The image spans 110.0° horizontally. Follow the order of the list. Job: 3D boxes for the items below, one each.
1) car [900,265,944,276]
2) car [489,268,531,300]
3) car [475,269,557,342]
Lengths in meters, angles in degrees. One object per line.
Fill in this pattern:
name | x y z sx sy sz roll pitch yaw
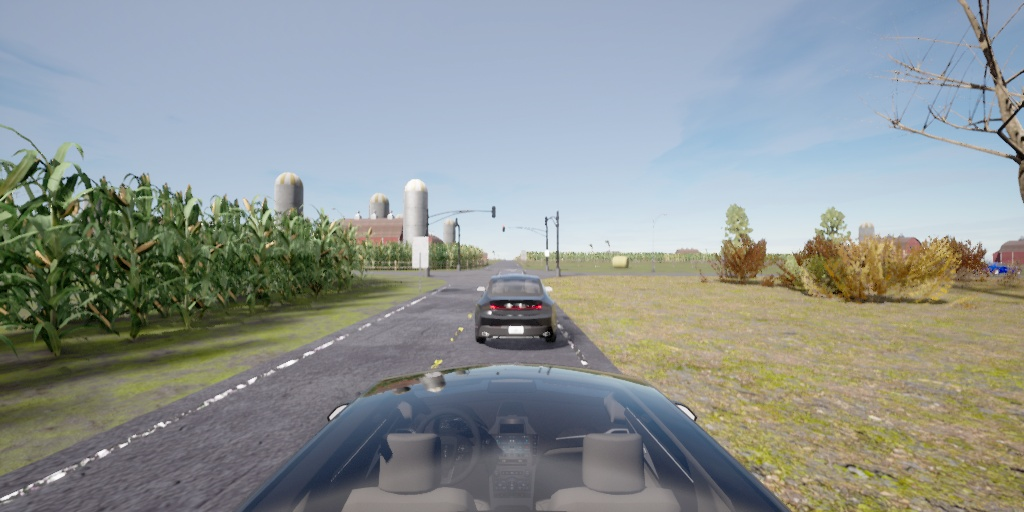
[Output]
car | 48.561 1.723 42.548 4.181 1.385 1.994 1 -1 -5
car | 0.033 1.342 18.838 1.895 1.301 4.718 0 0 4
car | 0.080 1.250 9.686 1.837 1.490 4.892 0 0 0
